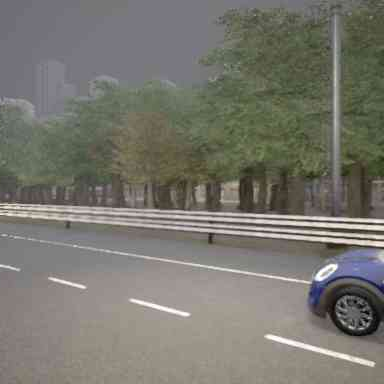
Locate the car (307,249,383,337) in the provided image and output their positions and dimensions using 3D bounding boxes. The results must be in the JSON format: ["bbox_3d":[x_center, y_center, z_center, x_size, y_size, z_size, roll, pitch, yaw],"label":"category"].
[{"bbox_3d":[4.233,1.352,5.149,4.553,1.767,2.097,0,0,36],"label":"car"}]
